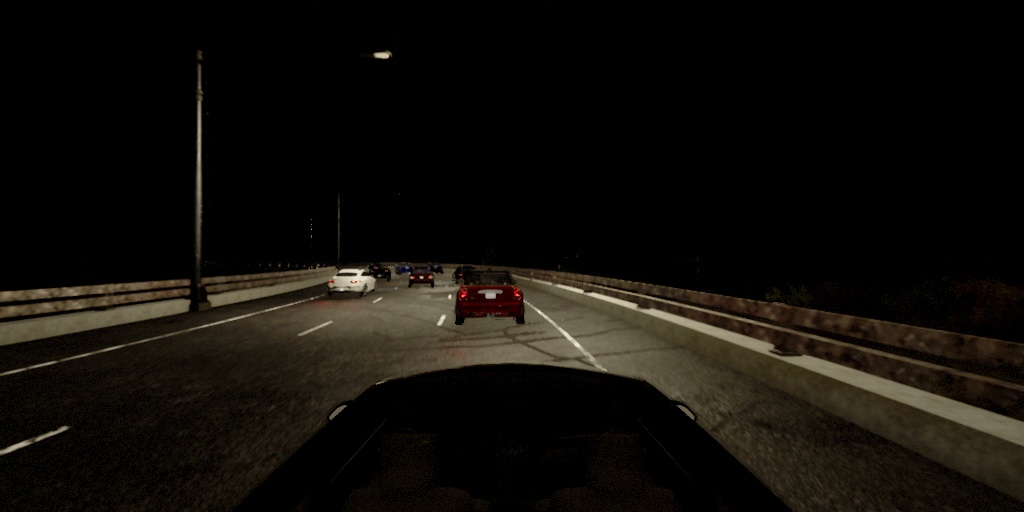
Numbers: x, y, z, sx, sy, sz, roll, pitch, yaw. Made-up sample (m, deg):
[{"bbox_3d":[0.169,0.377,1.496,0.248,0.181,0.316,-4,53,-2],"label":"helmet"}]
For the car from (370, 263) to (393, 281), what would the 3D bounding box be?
[{"bbox_3d":[-12.464,1.591,33.998,2.128,1.511,4.902,0,-1,-18],"label":"car"}]

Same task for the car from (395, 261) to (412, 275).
[{"bbox_3d":[-14.315,1.596,47.930,2.097,1.767,4.553,0,0,-25],"label":"car"}]

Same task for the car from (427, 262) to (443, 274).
[{"bbox_3d":[-10.888,1.596,48.841,2.097,1.767,4.553,0,0,-25],"label":"car"}]

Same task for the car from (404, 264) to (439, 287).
[{"bbox_3d":[-6.889,1.568,27.404,2.033,1.411,5.357,0,-1,-14],"label":"car"}]

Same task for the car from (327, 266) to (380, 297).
[{"bbox_3d":[-9.036,1.484,20.428,1.812,1.442,4.674,0,-1,-10],"label":"car"}]

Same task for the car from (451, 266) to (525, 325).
[{"bbox_3d":[-0.827,1.210,12.608,2.097,1.767,4.553,0,-1,-5],"label":"car"}]

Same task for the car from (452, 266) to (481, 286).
[{"bbox_3d":[-3.793,1.556,29.363,1.812,1.442,4.674,0,0,-14],"label":"car"}]
